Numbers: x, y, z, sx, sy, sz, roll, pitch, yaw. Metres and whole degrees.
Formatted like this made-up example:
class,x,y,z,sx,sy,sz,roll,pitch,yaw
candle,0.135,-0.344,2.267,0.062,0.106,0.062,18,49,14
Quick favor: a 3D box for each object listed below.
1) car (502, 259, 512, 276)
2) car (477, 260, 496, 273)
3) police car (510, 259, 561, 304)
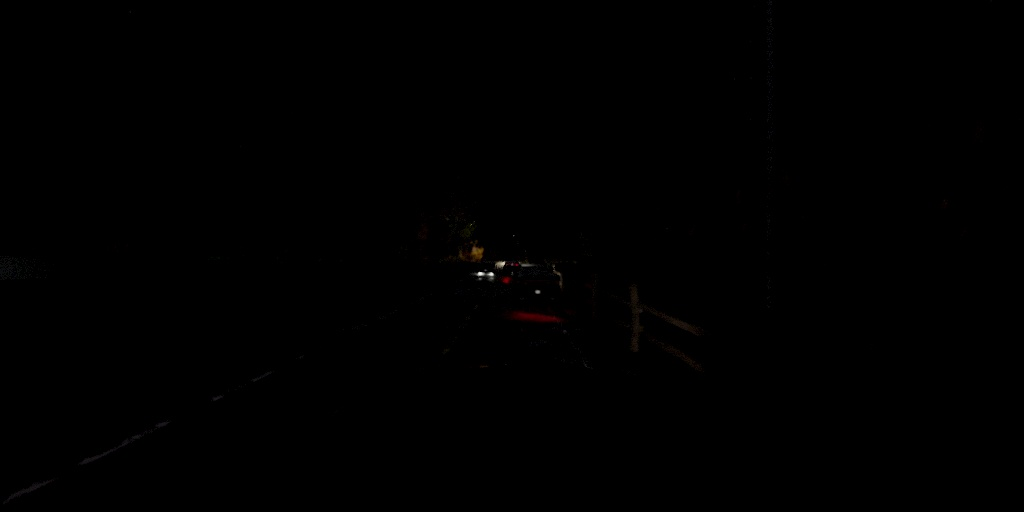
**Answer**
class,x,y,z,sx,sy,sz,roll,pitch,yaw
car,0.025,1.222,35.592,1.895,1.301,4.718,0,0,0
car,-2.822,1.148,41.052,2.033,1.411,5.357,0,0,0
police car,0.967,1.119,16.018,1.930,1.638,5.238,0,0,0
